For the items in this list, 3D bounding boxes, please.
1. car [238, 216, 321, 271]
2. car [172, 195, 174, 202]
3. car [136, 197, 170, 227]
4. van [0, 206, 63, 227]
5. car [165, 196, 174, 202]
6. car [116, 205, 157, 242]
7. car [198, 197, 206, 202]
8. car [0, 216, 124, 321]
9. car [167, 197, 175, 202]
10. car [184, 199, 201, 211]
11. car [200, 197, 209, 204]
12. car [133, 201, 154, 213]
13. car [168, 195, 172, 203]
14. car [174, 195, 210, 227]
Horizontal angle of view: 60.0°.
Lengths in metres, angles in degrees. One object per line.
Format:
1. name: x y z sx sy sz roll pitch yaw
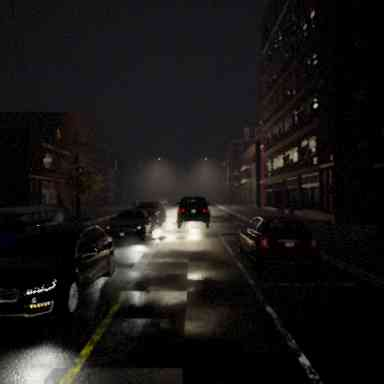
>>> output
1. car: 2.704 1.488 11.142 1.967 1.590 4.097 1 0 0
2. car: -5.686 1.909 79.320 1.947 1.339 4.313 1 0 0
3. car: -3.003 1.452 23.801 2.097 1.767 4.553 0 0 0
4. van: -5.674 1.389 11.081 1.690 1.788 3.998 1 0 0
5. car: -5.684 1.809 85.007 1.967 1.590 4.097 1 0 0
6. car: -3.083 1.599 17.076 1.812 1.442 4.674 0 0 0
7. car: 2.693 1.977 90.754 1.802 1.307 4.206 1 0 0
8. car: -3.083 1.539 7.627 1.837 1.490 4.892 0 -1 0
9. car: -5.687 1.961 90.693 1.947 1.339 4.313 1 0 0
10. car: 0.089 1.683 45.274 2.128 1.511 4.902 0 0 0
11. car: 2.695 1.844 73.865 1.752 1.417 4.829 1 0 0
12. car: -5.682 1.751 39.513 1.802 1.307 4.206 1 0 0
13. car: -5.682 1.733 67.946 1.967 1.590 4.097 1 0 0
14. car: 0.096 1.320 23.540 2.150 2.045 5.566 0 0 0
